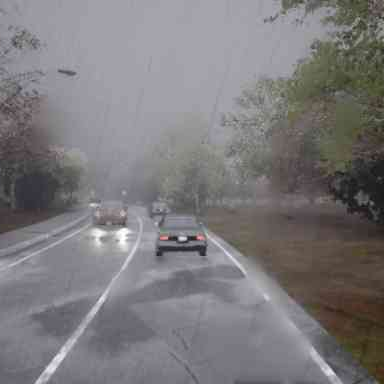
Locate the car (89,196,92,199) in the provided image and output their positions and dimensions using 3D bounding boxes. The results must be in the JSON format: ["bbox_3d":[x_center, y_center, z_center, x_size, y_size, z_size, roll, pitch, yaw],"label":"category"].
[{"bbox_3d":[-17.956,1.424,61.985,1.895,1.301,4.718,2,0,-24],"label":"car"}]

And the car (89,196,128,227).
[{"bbox_3d":[-5.441,1.342,22.663,2.097,1.767,4.553,1,0,-10],"label":"car"}]

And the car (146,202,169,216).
[{"bbox_3d":[-3.152,1.589,30.691,2.033,1.411,5.357,1,0,-12],"label":"car"}]

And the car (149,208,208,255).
[{"bbox_3d":[-0.514,1.570,13.343,2.033,1.411,5.357,0,0,-5],"label":"car"}]
